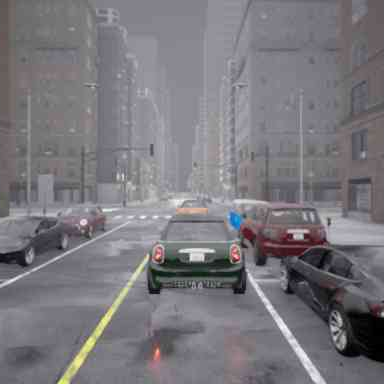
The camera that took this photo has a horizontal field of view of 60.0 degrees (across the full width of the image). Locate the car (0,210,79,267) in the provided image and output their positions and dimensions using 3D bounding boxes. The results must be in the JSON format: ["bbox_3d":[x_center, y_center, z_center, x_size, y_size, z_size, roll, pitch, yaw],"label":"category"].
[{"bbox_3d":[-5.667,1.527,11.327,1.947,1.339,4.313,0,0,0],"label":"car"}]

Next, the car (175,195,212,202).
[{"bbox_3d":[0.095,1.276,22.008,2.097,1.767,4.553,0,0,0],"label":"car"}]

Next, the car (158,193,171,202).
[{"bbox_3d":[-6.193,1.231,71.876,1.967,1.590,4.097,0,0,-1],"label":"car"}]

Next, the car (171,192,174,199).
[{"bbox_3d":[-6.566,1.084,88.837,2.192,1.841,5.009,0,0,-1],"label":"car"}]

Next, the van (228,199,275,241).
[{"bbox_3d":[2.860,1.283,16.856,1.690,1.788,3.998,0,0,0],"label":"van"}]

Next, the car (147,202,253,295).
[{"bbox_3d":[0.100,1.321,8.814,2.097,1.767,4.553,0,0,0],"label":"car"}]

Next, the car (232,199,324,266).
[{"bbox_3d":[2.859,1.276,11.332,2.192,1.841,5.009,0,0,0],"label":"car"}]

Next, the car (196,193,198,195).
[{"bbox_3d":[2.330,1.373,72.054,1.802,1.307,4.206,0,0,-1],"label":"car"}]

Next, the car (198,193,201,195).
[{"bbox_3d":[2.577,1.258,60.746,1.967,1.590,4.097,0,0,-1],"label":"car"}]

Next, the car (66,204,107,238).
[{"bbox_3d":[-5.666,1.382,16.852,1.967,1.590,4.097,0,0,0],"label":"car"}]

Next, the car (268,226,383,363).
[{"bbox_3d":[2.859,1.546,5.809,1.947,1.339,4.313,0,0,0],"label":"car"}]
